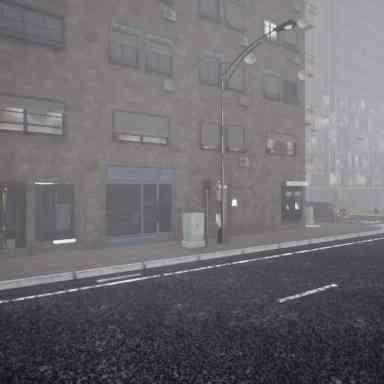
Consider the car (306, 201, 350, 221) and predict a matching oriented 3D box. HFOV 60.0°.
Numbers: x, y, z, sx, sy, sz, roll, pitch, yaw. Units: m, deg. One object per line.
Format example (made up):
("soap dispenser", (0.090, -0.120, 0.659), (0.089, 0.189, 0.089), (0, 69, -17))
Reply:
("car", (11.901, 1.620, 30.351), (2.097, 1.767, 4.553), (-1, -1, -35))
